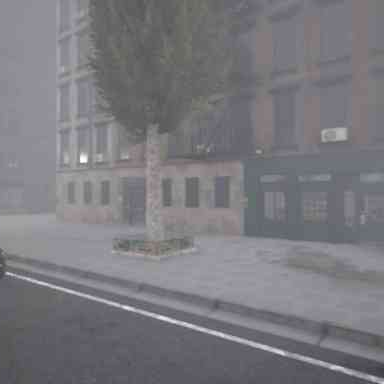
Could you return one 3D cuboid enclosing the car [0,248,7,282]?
[{"bbox_3d":[-6.372,1.530,8.216,4.674,1.442,1.812,0,0,35],"label":"car"}]
